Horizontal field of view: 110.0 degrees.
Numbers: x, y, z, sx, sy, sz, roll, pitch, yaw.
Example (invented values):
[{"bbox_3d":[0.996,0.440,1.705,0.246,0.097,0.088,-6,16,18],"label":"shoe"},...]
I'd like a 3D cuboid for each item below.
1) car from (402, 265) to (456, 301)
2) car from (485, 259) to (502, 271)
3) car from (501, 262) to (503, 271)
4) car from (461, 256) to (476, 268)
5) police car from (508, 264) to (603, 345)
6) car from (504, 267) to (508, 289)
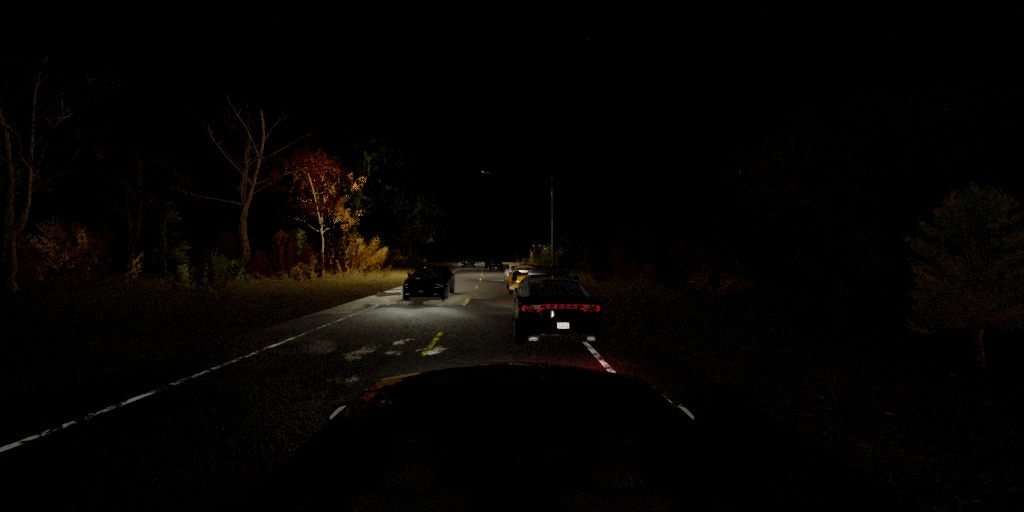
[{"bbox_3d":[-3.938,1.223,17.633,1.882,1.535,5.008,0,0,-2],"label":"car"},{"bbox_3d":[-2.225,1.234,47.638,1.837,1.490,4.892,0,0,-5],"label":"car"},{"bbox_3d":[0.401,1.264,25.651,1.812,1.442,4.674,0,0,-3],"label":"car"},{"bbox_3d":[-7.254,0.942,60.261,2.150,2.045,5.566,0,0,-7],"label":"car"},{"bbox_3d":[0.964,1.174,9.681,1.930,1.638,5.238,0,0,-1],"label":"police car"},{"bbox_3d":[0.667,1.200,19.813,1.801,1.575,5.366,0,0,-2],"label":"car"}]
